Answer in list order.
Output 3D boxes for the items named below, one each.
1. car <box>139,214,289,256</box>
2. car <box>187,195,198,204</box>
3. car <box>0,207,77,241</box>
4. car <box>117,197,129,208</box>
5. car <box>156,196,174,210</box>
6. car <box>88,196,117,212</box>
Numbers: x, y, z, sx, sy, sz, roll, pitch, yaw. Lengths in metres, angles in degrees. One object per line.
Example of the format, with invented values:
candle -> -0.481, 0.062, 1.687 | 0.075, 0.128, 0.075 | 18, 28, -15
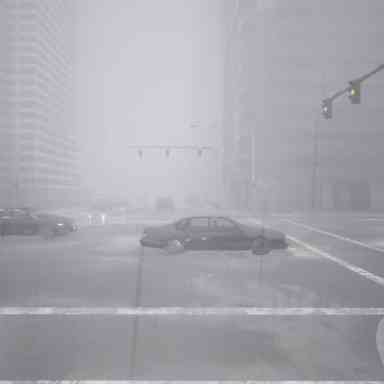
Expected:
car -> 0.757, 1.547, 12.514 | 5.357, 1.411, 2.033 | 0, 0, 0
car -> 0.063, 1.352, 63.504 | 2.097, 1.767, 4.553 | 0, 0, 0
car -> -8.111, 1.491, 16.057 | 4.902, 1.511, 2.128 | 0, 0, 0
car -> -10.620, 1.526, 49.635 | 1.812, 1.442, 4.674 | 0, 0, 0
car -> -3.459, 1.352, 43.174 | 2.097, 1.767, 4.553 | 0, 0, 0
car -> -10.624, 1.505, 39.376 | 1.837, 1.490, 4.892 | 0, 0, 0
